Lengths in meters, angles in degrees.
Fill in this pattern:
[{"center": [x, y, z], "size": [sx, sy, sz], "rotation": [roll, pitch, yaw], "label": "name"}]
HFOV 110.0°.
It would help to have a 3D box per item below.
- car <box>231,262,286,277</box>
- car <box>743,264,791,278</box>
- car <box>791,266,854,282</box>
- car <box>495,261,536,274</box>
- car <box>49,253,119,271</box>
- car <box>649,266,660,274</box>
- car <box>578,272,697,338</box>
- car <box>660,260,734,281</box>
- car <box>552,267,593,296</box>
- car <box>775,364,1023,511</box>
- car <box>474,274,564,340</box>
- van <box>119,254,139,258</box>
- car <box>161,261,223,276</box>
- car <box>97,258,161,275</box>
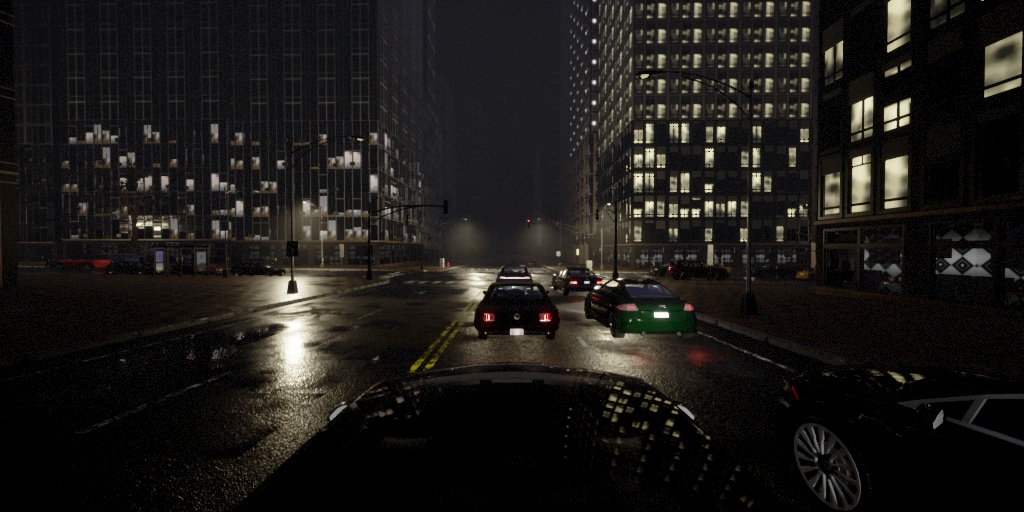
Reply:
[{"center": [-22.688, 1.173, 32.116], "size": [4.313, 1.339, 1.948], "rotation": [0, 0, 1], "label": "car"}, {"center": [27.134, 1.503, 37.103], "size": [5.357, 1.411, 2.033], "rotation": [0, 1, 1], "label": "car"}, {"center": [27.684, 1.578, 31.314], "size": [4.829, 1.417, 1.751], "rotation": [0, 0, 1], "label": "car"}, {"center": [0.124, 1.232, 19.197], "size": [2.128, 1.511, 4.902], "rotation": [0, 0, 0], "label": "car"}, {"center": [-45.940, 0.651, 38.528], "size": [4.553, 1.767, 2.097], "rotation": [0, 1, 1], "label": "car"}, {"center": [16.493, 1.426, 37.303], "size": [4.181, 1.385, 1.994], "rotation": [1, 1, 1], "label": "car"}, {"center": [3.369, 1.310, 10.167], "size": [1.994, 1.385, 4.181], "rotation": [0, 0, -1], "label": "car"}, {"center": [16.236, 1.268, 31.529], "size": [5.009, 1.841, 2.192], "rotation": [0, 0, 1], "label": "car"}, {"center": [3.409, 1.288, 19.396], "size": [2.033, 1.411, 5.357], "rotation": [0, 0, -3], "label": "car"}, {"center": [3.339, 1.242, 1.337], "size": [2.128, 1.511, 4.902], "rotation": [0, 0, 0], "label": "car"}, {"center": [0.110, 1.347, 9.941], "size": [1.895, 1.301, 4.718], "rotation": [0, 0, 0], "label": "car"}, {"center": [-45.231, 0.605, 41.118], "size": [3.998, 1.789, 1.690], "rotation": [0, 0, 1], "label": "van"}, {"center": [-28.372, 1.138, 32.258], "size": [4.207, 1.307, 1.802], "rotation": [0, 0, 1], "label": "car"}, {"center": [-34.053, 1.069, 32.440], "size": [4.313, 1.339, 1.948], "rotation": [0, 0, 1], "label": "car"}]
